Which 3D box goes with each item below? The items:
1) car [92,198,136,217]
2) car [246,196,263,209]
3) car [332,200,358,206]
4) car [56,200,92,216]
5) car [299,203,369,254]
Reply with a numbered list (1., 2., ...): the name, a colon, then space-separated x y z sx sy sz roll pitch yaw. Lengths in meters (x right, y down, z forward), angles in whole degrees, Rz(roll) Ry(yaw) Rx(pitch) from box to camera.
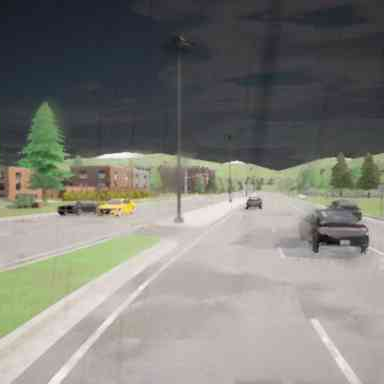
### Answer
1. car: -6.617 1.334 29.648 1.882 1.535 5.008 0 0 12
2. car: 7.686 1.272 41.109 2.128 1.511 4.902 0 0 12
3. car: 11.534 1.380 25.526 1.837 1.490 4.892 0 0 12
4. car: -10.114 1.413 30.043 1.895 1.301 4.718 0 0 12
5. car: 5.471 1.425 13.292 2.128 1.511 4.902 0 0 11
